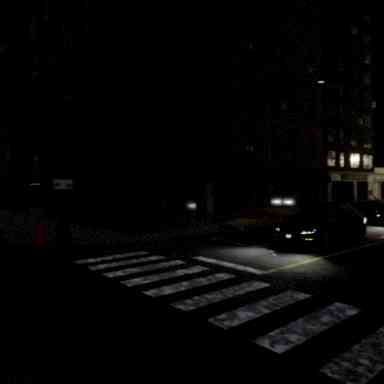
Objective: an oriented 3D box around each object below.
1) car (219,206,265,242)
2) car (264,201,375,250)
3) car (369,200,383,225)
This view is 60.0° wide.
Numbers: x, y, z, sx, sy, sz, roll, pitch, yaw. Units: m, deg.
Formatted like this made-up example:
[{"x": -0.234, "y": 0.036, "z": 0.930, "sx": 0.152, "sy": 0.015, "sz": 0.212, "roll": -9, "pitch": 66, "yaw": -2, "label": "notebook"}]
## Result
[{"x": 3.324, "y": 1.310, "z": 15.068, "sx": 4.829, "sy": 1.417, "sz": 1.752, "roll": -1, "pitch": 1, "yaw": -40, "label": "car"}, {"x": 5.277, "y": 1.285, "z": 13.384, "sx": 4.892, "sy": 1.490, "sz": 1.837, "roll": -1, "pitch": 1, "yaw": -40, "label": "car"}, {"x": 12.799, "y": 1.181, "z": 19.588, "sx": 5.357, "sy": 1.411, "sz": 2.033, "roll": -1, "pitch": 1, "yaw": -39, "label": "car"}]
